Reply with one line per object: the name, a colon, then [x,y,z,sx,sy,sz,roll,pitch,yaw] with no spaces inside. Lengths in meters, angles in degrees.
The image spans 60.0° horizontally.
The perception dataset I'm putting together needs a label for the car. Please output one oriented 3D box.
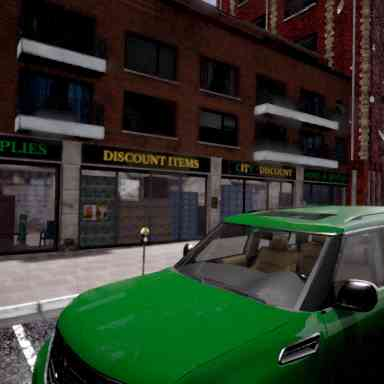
car: [1.258,1.224,3.840,5.566,2.045,2.150,0,0,-35]
